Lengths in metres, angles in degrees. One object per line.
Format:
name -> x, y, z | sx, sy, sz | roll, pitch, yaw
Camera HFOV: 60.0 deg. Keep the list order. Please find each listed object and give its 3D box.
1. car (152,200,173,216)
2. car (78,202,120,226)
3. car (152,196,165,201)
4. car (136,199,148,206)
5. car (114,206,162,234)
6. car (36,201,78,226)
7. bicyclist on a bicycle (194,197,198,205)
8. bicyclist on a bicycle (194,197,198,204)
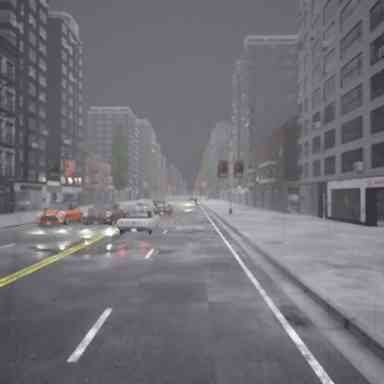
car -> -3.142, 1.911, 37.038 | 1.895, 1.301, 4.718 | 0, 0, 0
car -> -6.594, 1.565, 25.077 | 2.097, 1.767, 4.553 | 0, 0, 0
car -> -6.501, 1.741, 65.478 | 2.150, 2.045, 5.566 | 0, 0, 0
car -> -9.749, 2.045, 65.510 | 1.812, 1.442, 4.674 | 0, 0, 0
car -> -3.145, 1.774, 20.332 | 1.895, 1.301, 4.718 | 0, 0, 0
car -> -9.844, 1.565, 25.068 | 2.097, 1.767, 4.553 | 0, 0, 0
bicyclist on a bicycle -> 0.908, 2.009, 70.746 | 0.582, 1.620, 1.656 | 0, -1, 0
bicyclist on a bicycle -> 0.904, 2.056, 79.744 | 0.866, 1.612, 1.509 | 0, 0, 0
